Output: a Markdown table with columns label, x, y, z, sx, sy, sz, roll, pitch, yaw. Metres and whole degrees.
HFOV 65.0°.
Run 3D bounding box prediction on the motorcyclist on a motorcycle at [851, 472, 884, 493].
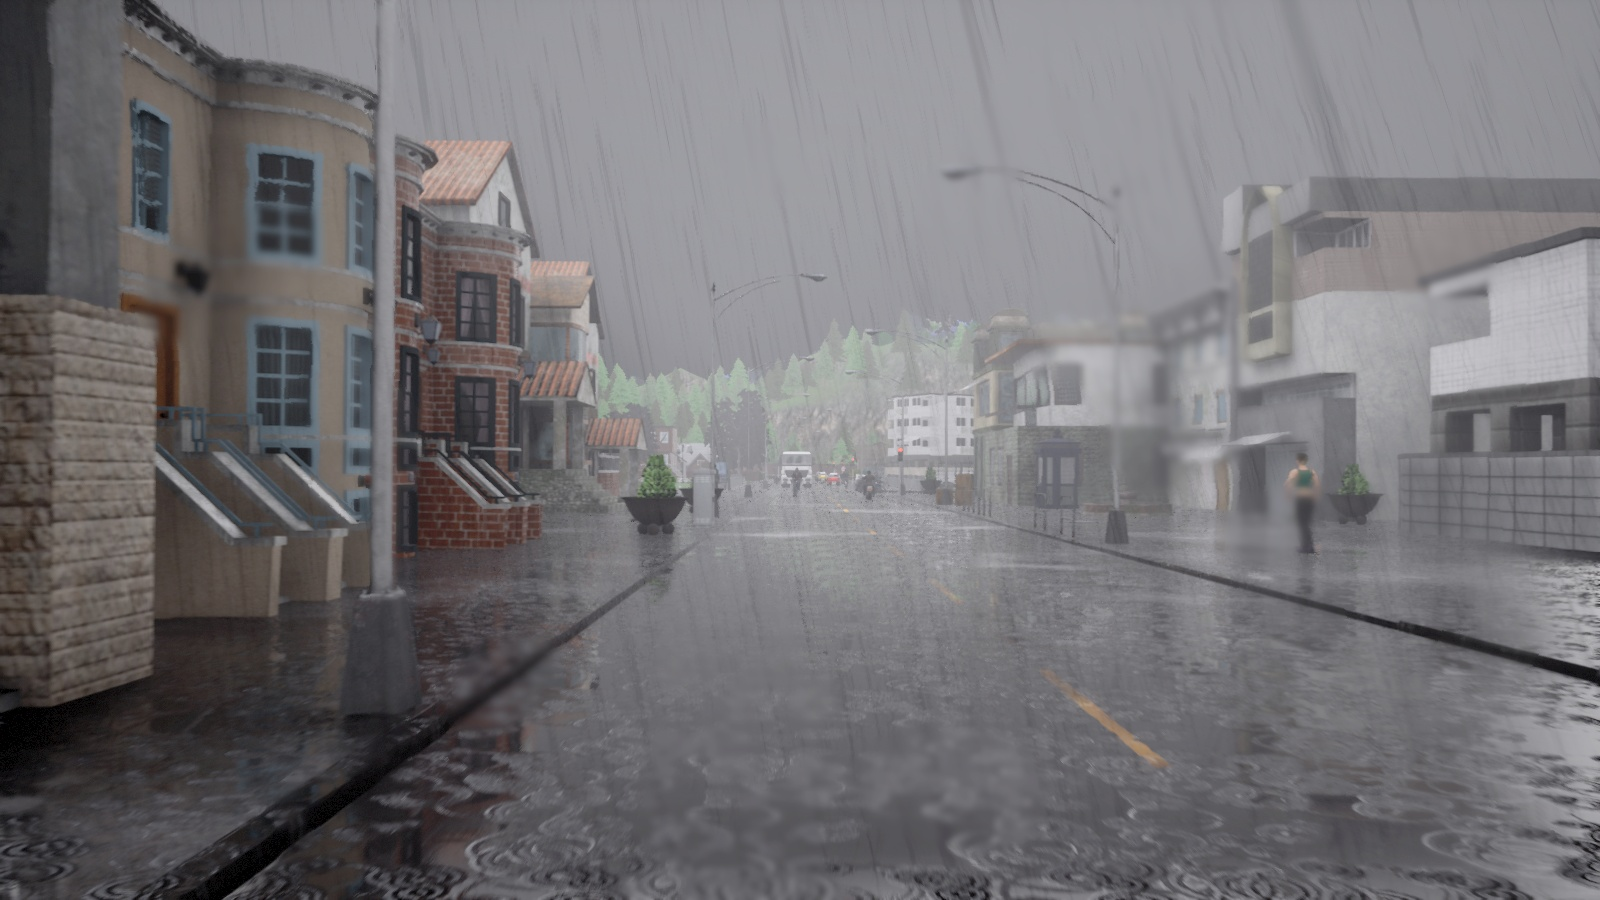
| label | x | y | z | sx | sy | sz | roll | pitch | yaw |
| --- | --- | --- | --- | --- | --- | --- | --- | --- | --- |
| motorcyclist on a motorcycle | 4.883 | 2.347 | 90.640 | 2.191 | 1.530 | 0.866 | 0 | 0 | -29 |
